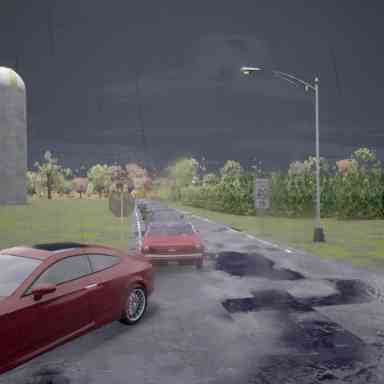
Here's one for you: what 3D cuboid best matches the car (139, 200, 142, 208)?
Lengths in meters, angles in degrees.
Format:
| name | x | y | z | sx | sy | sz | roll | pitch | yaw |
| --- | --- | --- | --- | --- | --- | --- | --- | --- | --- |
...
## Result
| name | x | y | z | sx | sy | sz | roll | pitch | yaw |
| --- | --- | --- | --- | --- | --- | --- | --- | --- | --- |
| car | -3.501 | 1.702 | 29.871 | 1.994 | 1.385 | 4.181 | -1 | 0 | -10 |

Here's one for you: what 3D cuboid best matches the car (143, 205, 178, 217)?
| name | x | y | z | sx | sy | sz | roll | pitch | yaw |
| --- | --- | --- | --- | --- | --- | --- | --- | --- | --- |
| car | -1.413 | 1.650 | 17.817 | 1.994 | 1.385 | 4.181 | -1 | 0 | -10 |

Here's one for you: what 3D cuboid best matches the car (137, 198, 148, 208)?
| name | x | y | z | sx | sy | sz | roll | pitch | yaw |
| --- | --- | --- | --- | --- | --- | --- | --- | --- | --- |
| car | -5.146 | 1.725 | 39.013 | 2.033 | 1.411 | 5.357 | -1 | 0 | -11 |

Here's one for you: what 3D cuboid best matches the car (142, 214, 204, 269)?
| name | x | y | z | sx | sy | sz | roll | pitch | yaw |
| --- | --- | --- | --- | --- | --- | --- | --- | --- | --- |
| car | -0.709 | 1.664 | 11.370 | 1.895 | 1.301 | 4.718 | -1 | 0 | -5 |

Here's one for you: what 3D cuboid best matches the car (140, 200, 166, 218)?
| name | x | y | z | sx | sy | sz | roll | pitch | yaw |
| --- | --- | --- | --- | --- | --- | --- | --- | --- | --- |
| car | -2.376 | 1.601 | 23.452 | 2.128 | 1.511 | 4.902 | -1 | 0 | -10 |

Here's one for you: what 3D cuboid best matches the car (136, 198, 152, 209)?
| name | x | y | z | sx | sy | sz | roll | pitch | yaw |
| --- | --- | --- | --- | --- | --- | --- | --- | --- | --- |
| car | -7.543 | 1.728 | 51.830 | 2.128 | 1.511 | 4.902 | -1 | 0 | -11 |

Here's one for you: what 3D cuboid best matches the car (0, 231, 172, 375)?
| name | x | y | z | sx | sy | sz | roll | pitch | yaw |
| --- | --- | --- | --- | --- | --- | --- | --- | --- | --- |
| car | -2.370 | 1.557 | 5.056 | 1.812 | 1.442 | 4.674 | 0 | -1 | 29 |
